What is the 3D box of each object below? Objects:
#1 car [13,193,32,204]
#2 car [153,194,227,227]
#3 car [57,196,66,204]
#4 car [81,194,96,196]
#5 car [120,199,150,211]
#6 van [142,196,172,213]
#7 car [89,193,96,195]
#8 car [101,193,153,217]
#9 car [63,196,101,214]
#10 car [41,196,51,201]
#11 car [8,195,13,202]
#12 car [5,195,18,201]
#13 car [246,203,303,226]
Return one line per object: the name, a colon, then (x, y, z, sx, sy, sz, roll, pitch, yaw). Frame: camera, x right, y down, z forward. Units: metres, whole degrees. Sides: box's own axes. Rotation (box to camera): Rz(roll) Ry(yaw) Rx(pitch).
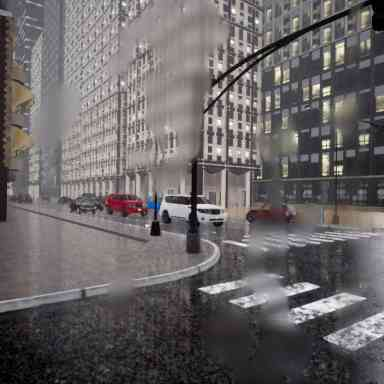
car: (-30.503, 1.155, 60.548, 2.192, 1.841, 5.009, 1, -1, -35)
car: (-0.088, 1.170, 22.257, 2.150, 2.045, 5.566, 1, -1, -35)
car: (-22.510, 1.484, 59.284, 1.812, 1.442, 4.674, 1, -1, -35)
car: (-17.097, 1.445, 51.680, 1.882, 1.535, 5.008, 1, -1, -35)
car: (-7.309, 1.584, 42.388, 2.008, 1.369, 4.403, 1, -1, -35)
van: (-4.032, 1.382, 37.787, 1.690, 1.788, 3.998, 1, -1, -35)
car: (-14.427, 1.380, 53.129, 2.097, 1.767, 4.553, 1, -1, -35)
car: (-6.068, 1.155, 30.661, 2.150, 2.045, 5.566, 1, -1, -35)
car: (-10.863, 1.427, 32.928, 2.008, 1.369, 4.403, 1, -1, -35)
car: (-36.777, 1.570, 83.813, 1.802, 1.307, 4.206, 1, -1, -35)
car: (-37.056, 1.396, 69.752, 1.947, 1.339, 4.313, 1, -1, -35)
car: (-40.329, 1.377, 74.355, 2.008, 1.369, 4.403, 1, -1, -35)
car: (5.789, 1.505, 23.977, 1.967, 1.590, 4.097, 1, -1, -35)
